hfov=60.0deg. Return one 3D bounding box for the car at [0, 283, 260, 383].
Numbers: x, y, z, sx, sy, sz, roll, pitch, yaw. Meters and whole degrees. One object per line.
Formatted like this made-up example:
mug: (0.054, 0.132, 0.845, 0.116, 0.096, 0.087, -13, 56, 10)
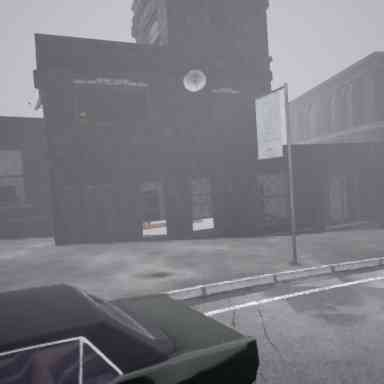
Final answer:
car: (-1.774, 1.603, 2.602, 4.718, 1.301, 1.895, 0, 0, -34)
